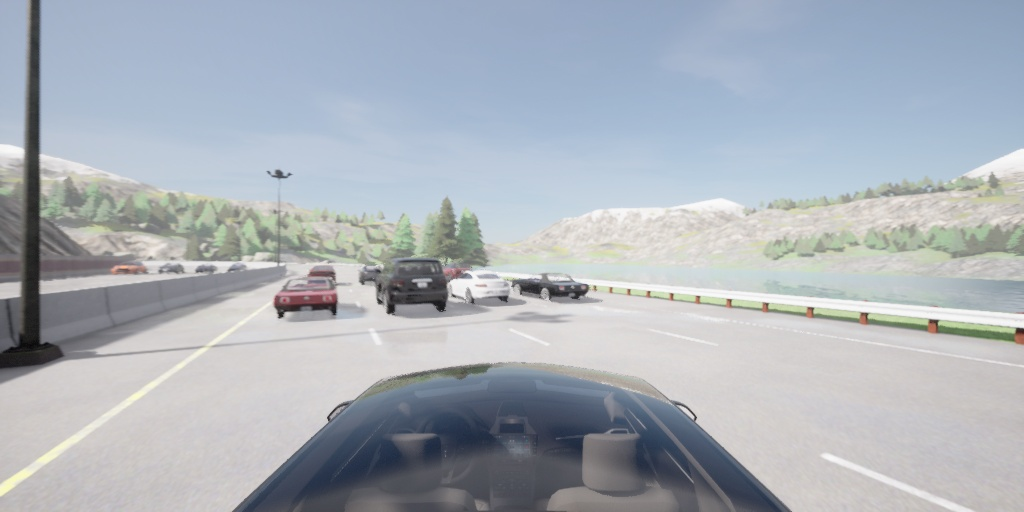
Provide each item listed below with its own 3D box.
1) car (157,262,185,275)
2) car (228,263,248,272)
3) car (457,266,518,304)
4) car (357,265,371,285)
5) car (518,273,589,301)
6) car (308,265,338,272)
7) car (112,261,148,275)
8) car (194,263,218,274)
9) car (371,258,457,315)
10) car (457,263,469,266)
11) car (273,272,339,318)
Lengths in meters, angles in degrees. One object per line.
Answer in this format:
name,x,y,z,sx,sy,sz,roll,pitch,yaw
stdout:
car,-44.428,1.596,46.830,2.128,1.511,4.902,0,-1,-31
car,-38.210,1.686,50.136,2.033,1.411,5.357,0,-1,-31
car,-1.668,1.410,17.370,1.812,1.442,4.674,0,0,-26
car,-11.293,1.470,28.895,2.128,1.511,4.902,0,0,-26
car,1.754,1.497,18.337,1.895,1.301,4.718,0,-1,-26
car,-14.750,1.444,28.004,1.882,1.535,5.008,0,0,-26
car,-46.790,1.430,43.963,2.097,1.767,4.553,0,-1,-30
car,-41.612,1.688,48.919,1.994,1.385,4.181,0,-1,-31
car,-4.229,1.084,14.636,2.150,2.045,5.566,0,0,-26
car,-4.987,1.360,31.937,2.097,1.767,4.553,0,-1,-26
car,-7.652,1.449,13.672,1.895,1.301,4.718,0,-1,-26
